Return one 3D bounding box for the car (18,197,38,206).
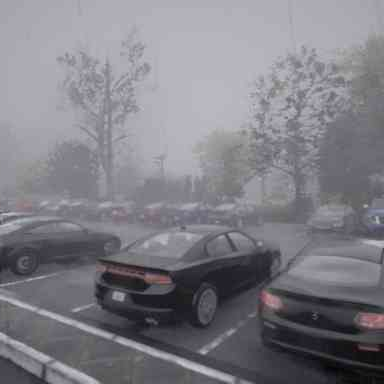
[{"bbox_3d":[-13.516,1.503,32.038,2.097,1.535,5.008,0,0,35],"label":"car"}]

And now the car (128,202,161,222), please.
[{"bbox_3d":[-1.842,1.461,23.879,2.097,1.535,5.008,0,0,35],"label":"car"}]

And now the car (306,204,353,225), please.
[{"bbox_3d":[7.429,1.426,17.428,2.231,1.521,4.892,0,0,35],"label":"car"}]

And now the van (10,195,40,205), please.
[{"bbox_3d":[-15.665,1.286,33.672,1.878,1.987,4.442,0,0,35],"label":"van"}]

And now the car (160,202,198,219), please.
[{"bbox_3d":[0.473,1.453,22.263,2.097,1.535,5.008,0,0,35],"label":"car"}]

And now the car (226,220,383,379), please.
[{"bbox_3d":[2.617,1.455,5.444,2.002,1.452,4.674,0,0,35],"label":"car"}]

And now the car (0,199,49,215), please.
[{"bbox_3d":[-18.044,1.521,35.200,2.231,1.521,4.892,0,0,35],"label":"car"}]

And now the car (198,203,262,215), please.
[{"bbox_3d":[2.790,1.445,20.648,2.231,1.521,4.892,0,0,35],"label":"car"}]

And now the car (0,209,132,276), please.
[{"bbox_3d":[-4.336,1.486,10.296,2.002,1.452,4.674,0,0,35],"label":"car"}]

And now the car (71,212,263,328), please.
[{"bbox_3d":[0.297,1.427,7.060,2.097,1.535,5.008,0,0,35],"label":"car"}]

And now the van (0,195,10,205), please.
[{"bbox_3d":[-11.220,1.246,15.245,1.878,1.987,4.442,0,0,35],"label":"van"}]

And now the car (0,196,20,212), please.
[{"bbox_3d":[-22.798,1.411,38.473,2.185,1.767,4.553,0,0,35],"label":"car"}]

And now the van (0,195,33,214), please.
[{"bbox_3d":[-20.297,1.303,36.908,1.878,1.987,4.442,0,0,35],"label":"van"}]

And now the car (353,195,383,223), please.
[{"bbox_3d":[9.623,1.163,15.856,2.435,2.045,5.566,0,0,35],"label":"car"}]

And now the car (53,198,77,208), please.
[{"bbox_3d":[-8.891,1.487,28.797,2.097,1.535,5.008,0,0,35],"label":"car"}]

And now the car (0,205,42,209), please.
[{"bbox_3d":[-8.986,1.493,13.508,2.163,1.488,4.792,0,0,35],"label":"car"}]

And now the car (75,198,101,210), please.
[{"bbox_3d":[-6.570,1.478,27.190,2.097,1.535,5.008,0,0,35],"label":"car"}]

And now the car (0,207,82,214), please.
[{"bbox_3d":[-6.650,1.495,11.917,2.002,1.452,4.674,0,0,35],"label":"car"}]

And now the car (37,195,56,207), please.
[{"bbox_3d":[-11.186,1.369,30.443,2.185,1.767,4.553,0,0,35],"label":"car"}]

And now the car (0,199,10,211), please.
[{"bbox_3d":[-24.973,1.575,40.069,2.163,1.488,4.792,0,0,35],"label":"car"}]

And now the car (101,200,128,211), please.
[{"bbox_3d":[-4.138,1.499,25.523,2.163,1.488,4.792,0,0,35],"label":"car"}]
